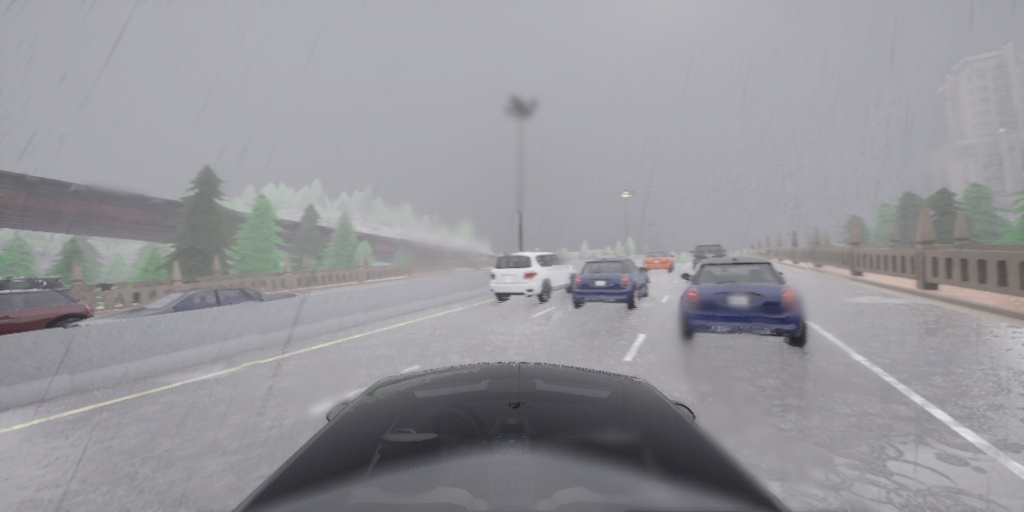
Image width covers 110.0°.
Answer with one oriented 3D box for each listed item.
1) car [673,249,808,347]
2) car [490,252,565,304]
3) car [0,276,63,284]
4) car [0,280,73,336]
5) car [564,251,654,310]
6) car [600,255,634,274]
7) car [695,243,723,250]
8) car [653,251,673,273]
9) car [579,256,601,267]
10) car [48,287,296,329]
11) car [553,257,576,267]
[{"bbox_3d":[5.228,0.805,8.588,2.097,1.767,4.553,-3,0,28],"label":"car"},{"bbox_3d":[1.112,0.838,15.847,2.150,2.045,5.566,-3,0,28],"label":"car"},{"bbox_3d":[-17.484,1.772,10.835,2.150,2.045,5.566,-3,0,28],"label":"car"},{"bbox_3d":[-14.315,1.756,9.336,2.097,1.767,4.553,-3,0,28],"label":"car"},{"bbox_3d":[3.834,0.847,13.490,2.097,1.767,4.553,-3,0,28],"label":"car"},{"bbox_3d":[9.292,0.700,31.553,1.994,1.385,4.181,-3,0,28],"label":"car"},{"bbox_3d":[14.771,0.113,26.960,2.150,2.045,5.566,-3,0,28],"label":"car"},{"bbox_3d":[11.956,0.370,29.116,2.097,1.767,4.553,-3,0,27],"label":"car"},{"bbox_3d":[10.906,0.723,50.022,1.994,1.385,4.181,-3,-2,28],"label":"car"},{"bbox_3d":[-9.510,1.708,10.981,2.033,1.411,5.357,-3,0,28],"label":"car"},{"bbox_3d":[7.574,0.827,51.205,1.994,1.385,4.181,-3,-2,28],"label":"car"}]
